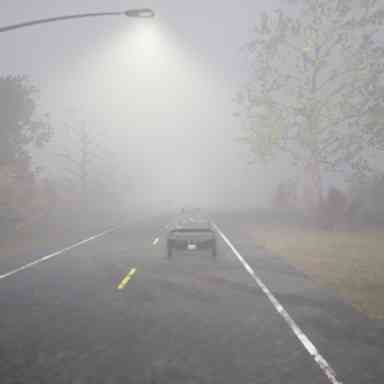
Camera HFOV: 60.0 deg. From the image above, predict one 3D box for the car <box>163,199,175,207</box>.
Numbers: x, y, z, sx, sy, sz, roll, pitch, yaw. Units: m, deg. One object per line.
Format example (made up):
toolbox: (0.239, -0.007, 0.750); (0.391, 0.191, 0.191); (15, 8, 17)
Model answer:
car: (-4.603, 2.153, 65.899); (1.837, 1.490, 4.892); (0, 0, -5)

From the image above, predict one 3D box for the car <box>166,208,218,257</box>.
car: (0.007, 1.634, 13.509); (2.128, 1.511, 4.902); (0, 0, 0)
